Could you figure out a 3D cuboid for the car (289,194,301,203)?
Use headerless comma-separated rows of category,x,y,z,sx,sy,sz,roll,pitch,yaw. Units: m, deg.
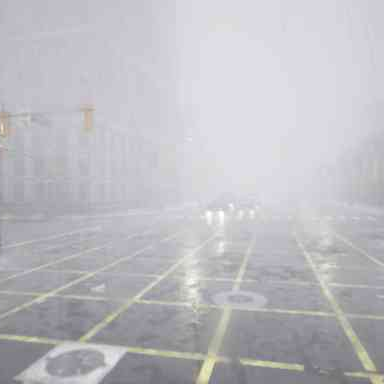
car,19.068,1.160,61.435,2.128,1.511,4.902,-1,0,14

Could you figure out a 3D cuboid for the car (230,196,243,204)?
car,8.175,1.394,61.096,1.895,1.301,4.718,-1,0,14

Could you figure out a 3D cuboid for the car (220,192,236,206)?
car,5.518,1.062,50.371,2.150,2.045,5.566,-1,0,14

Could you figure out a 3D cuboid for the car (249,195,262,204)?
car,11.534,1.320,60.080,1.994,1.385,4.181,-1,0,14

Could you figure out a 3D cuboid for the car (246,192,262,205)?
car,9.170,1.023,50.534,2.150,2.045,5.566,-1,0,14

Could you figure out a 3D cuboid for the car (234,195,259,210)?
car,6.803,1.394,40.776,2.033,1.411,5.357,-1,0,13

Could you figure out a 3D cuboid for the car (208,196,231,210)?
car,3.174,1.488,40.615,1.895,1.301,4.718,-1,0,13
